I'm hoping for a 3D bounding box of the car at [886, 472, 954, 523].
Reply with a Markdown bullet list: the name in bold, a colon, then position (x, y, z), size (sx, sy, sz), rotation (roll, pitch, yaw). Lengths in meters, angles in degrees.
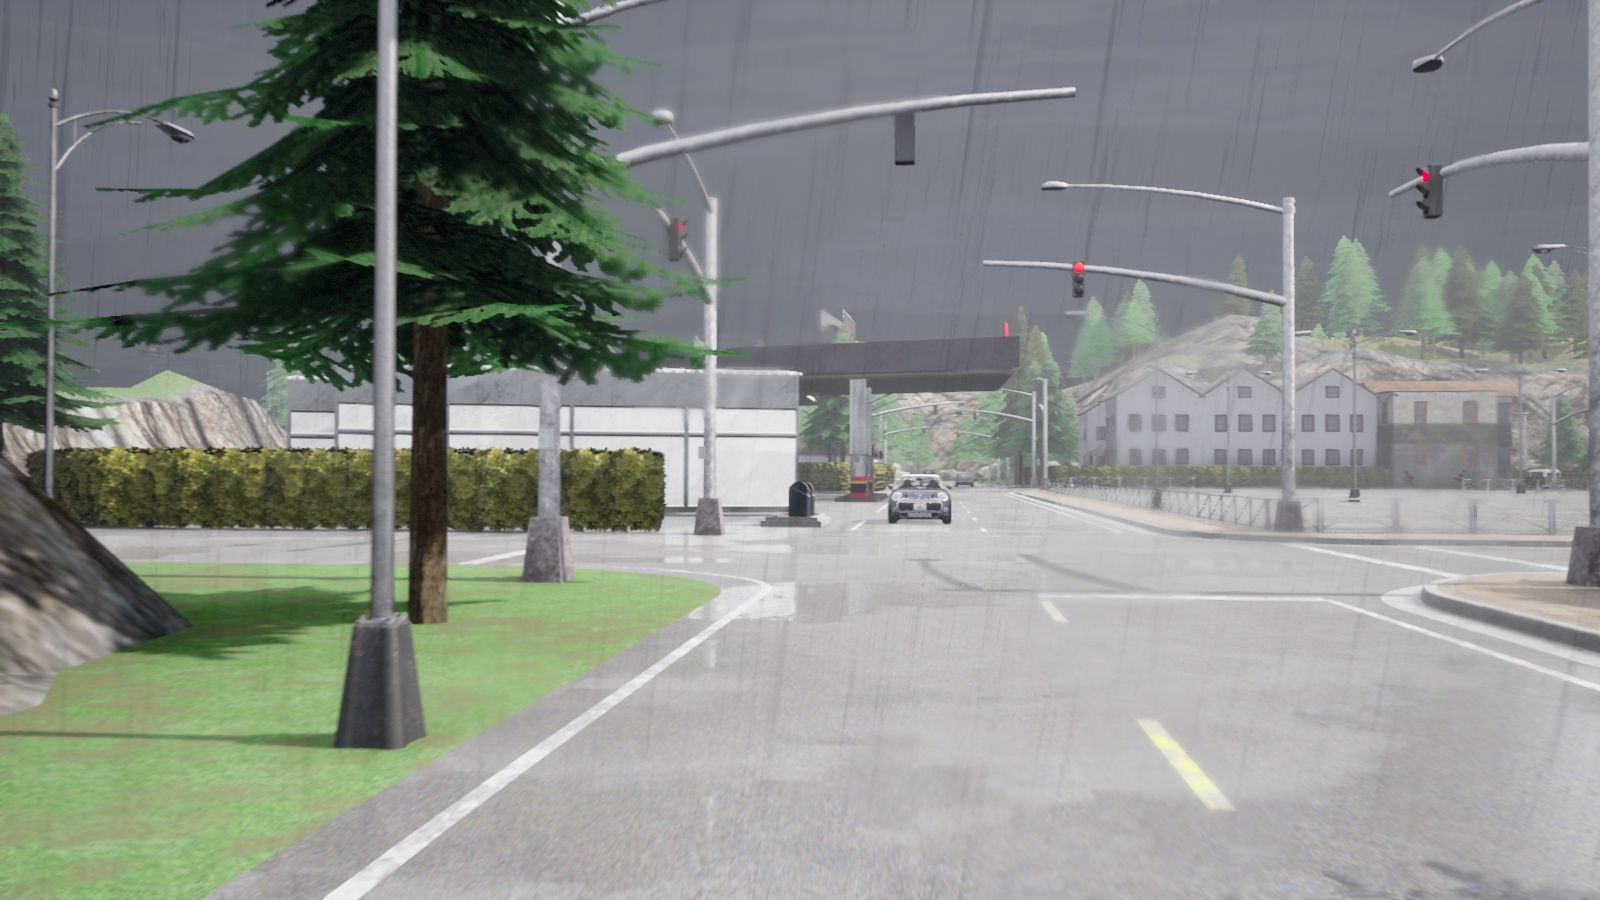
- **car**: position (3.721, 1.412, 38.612), size (1.970, 1.475, 3.806), rotation (0, -1, 6)
